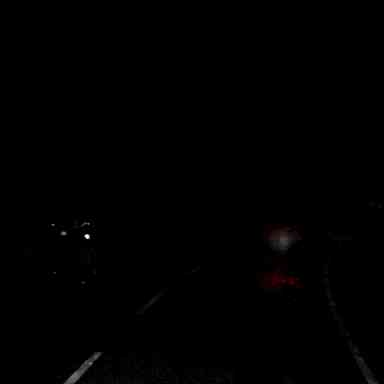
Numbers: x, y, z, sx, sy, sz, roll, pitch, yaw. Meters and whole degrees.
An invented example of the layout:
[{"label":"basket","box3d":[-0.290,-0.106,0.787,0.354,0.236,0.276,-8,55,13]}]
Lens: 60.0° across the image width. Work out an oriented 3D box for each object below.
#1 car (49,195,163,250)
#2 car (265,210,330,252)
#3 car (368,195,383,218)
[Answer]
[{"label":"car","box3d":[-3.395,1.151,14.433,2.150,2.045,5.566,0,0,26]},{"label":"car","box3d":[4.538,1.507,14.076,1.837,1.490,4.892,0,0,30]},{"label":"car","box3d":[17.882,1.300,30.511,2.150,2.045,5.566,1,0,41]}]
